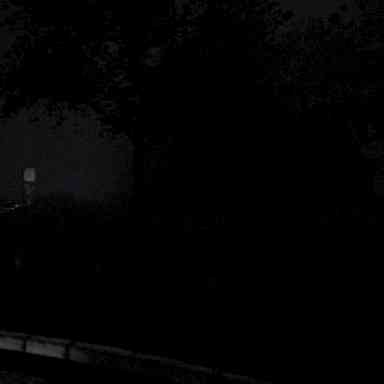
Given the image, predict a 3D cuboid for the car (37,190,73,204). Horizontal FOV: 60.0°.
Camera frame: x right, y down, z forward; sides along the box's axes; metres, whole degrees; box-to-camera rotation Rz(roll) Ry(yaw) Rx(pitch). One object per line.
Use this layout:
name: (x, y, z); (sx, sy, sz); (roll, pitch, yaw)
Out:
car: (-22.645, 0.894, 55.042); (5.566, 2.045, 2.435); (-1, 1, -20)

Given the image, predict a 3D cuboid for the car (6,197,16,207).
car: (-26.759, 1.471, 47.856); (1.994, 1.385, 4.181); (-1, 1, -19)

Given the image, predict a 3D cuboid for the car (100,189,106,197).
car: (-19.696, 0.701, 83.443); (5.008, 1.535, 2.097); (-1, 1, -20)

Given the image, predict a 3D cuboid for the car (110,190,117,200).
car: (-11.901, 0.628, 62.239); (5.566, 2.045, 2.435); (-1, 1, -20)

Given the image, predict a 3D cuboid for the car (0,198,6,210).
car: (-23.482, 1.482, 38.629); (1.837, 1.490, 4.892); (-1, 1, -19)

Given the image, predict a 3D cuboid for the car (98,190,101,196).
car: (-21.641, 0.655, 88.744); (5.008, 1.535, 2.097); (-1, 1, -20)

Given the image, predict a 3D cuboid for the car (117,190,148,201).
car: (-9.931, 0.786, 56.806); (4.553, 1.767, 2.185); (-1, 2, -20)

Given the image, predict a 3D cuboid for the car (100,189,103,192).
car: (-20.642, 0.552, 86.102); (4.553, 1.767, 2.185); (-1, 1, -20)

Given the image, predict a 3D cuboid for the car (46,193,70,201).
car: (-28.508, 1.048, 70.952); (4.792, 1.488, 2.163); (-1, 1, -20)

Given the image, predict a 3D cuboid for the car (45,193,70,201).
car: (-27.500, 1.080, 68.312); (4.674, 1.452, 2.002); (-1, 1, -20)

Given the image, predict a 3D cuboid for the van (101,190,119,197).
van: (-22.474, 0.405, 91.309); (4.442, 1.987, 1.878); (-1, 1, -20)

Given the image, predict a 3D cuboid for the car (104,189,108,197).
car: (-16.721, 0.771, 75.379); (5.008, 1.535, 2.097); (-1, 1, -20)

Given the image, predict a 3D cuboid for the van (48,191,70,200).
van: (-29.353, 0.766, 73.650); (4.442, 1.987, 1.878); (-1, 1, -20)

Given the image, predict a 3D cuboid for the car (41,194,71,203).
car: (-24.575, 1.106, 60.356); (5.008, 1.535, 2.097); (-1, 1, -20)

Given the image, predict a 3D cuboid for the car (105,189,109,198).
car: (-15.745, 0.794, 72.729); (5.008, 1.535, 2.097); (-1, 1, -20)

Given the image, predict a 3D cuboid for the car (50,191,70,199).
car: (-33.342, 0.776, 84.226); (4.553, 1.767, 2.185); (-1, 1, -20)

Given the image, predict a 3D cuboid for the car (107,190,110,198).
car: (-14.766, 0.818, 70.080); (4.892, 1.521, 2.231); (-1, 1, -20)

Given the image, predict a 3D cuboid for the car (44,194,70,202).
car: (-26.527, 1.103, 65.659); (4.674, 1.452, 2.002); (-1, 1, -20)

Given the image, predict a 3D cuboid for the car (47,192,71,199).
car: (-32.566, 0.926, 81.502); (5.366, 1.575, 1.946); (-1, 1, -20)

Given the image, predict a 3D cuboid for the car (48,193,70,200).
car: (-30.438, 1.012, 76.264); (4.674, 1.452, 2.002); (-1, 1, -20)
